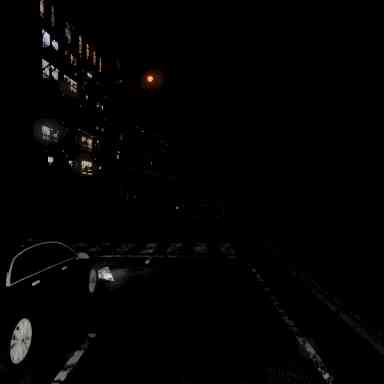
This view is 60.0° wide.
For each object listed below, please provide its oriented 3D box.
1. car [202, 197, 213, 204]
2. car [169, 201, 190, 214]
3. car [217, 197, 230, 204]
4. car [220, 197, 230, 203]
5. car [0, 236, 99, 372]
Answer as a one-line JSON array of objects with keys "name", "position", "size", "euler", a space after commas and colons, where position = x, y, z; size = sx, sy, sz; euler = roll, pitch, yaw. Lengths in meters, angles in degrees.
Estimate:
[{"name": "car", "position": [3.165, 1.769, 70.519], "size": [1.812, 1.442, 4.674], "euler": [0, 0, 10]}, {"name": "car", "position": [-1.341, 1.640, 36.991], "size": [1.994, 1.385, 4.181], "euler": [0, 0, 6]}, {"name": "car", "position": [6.186, 1.741, 68.845], "size": [1.837, 1.490, 4.892], "euler": [0, 0, 10]}, {"name": "car", "position": [7.854, 1.855, 78.672], "size": [1.994, 1.385, 4.181], "euler": [0, 0, 12]}, {"name": "car", "position": [-3.047, 1.507, 5.641], "size": [1.837, 1.490, 4.892], "euler": [0, 0, 1]}]
